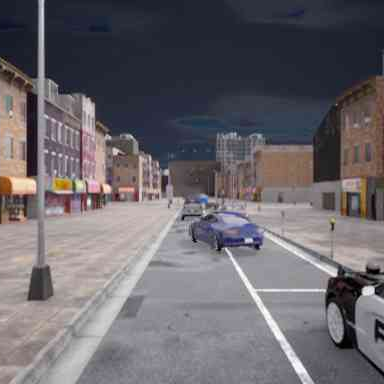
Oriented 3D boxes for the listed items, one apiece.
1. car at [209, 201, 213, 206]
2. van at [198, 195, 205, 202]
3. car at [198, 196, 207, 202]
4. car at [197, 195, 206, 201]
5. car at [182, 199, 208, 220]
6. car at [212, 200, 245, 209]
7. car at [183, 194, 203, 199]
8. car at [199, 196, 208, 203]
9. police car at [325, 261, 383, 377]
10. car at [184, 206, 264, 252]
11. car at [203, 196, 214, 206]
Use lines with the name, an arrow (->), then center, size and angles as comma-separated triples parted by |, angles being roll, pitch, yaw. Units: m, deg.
car -> 2.628, 1.635, 27.561 | 1.802, 1.307, 4.206 | 0, 0, 0
van -> 2.605, 1.634, 88.028 | 1.690, 1.788, 3.998 | 0, 0, 0
car -> 2.607, 1.708, 82.552 | 1.967, 1.590, 4.097 | 0, 0, 0
car -> 2.601, 1.635, 93.502 | 2.192, 1.841, 5.009 | 0, 0, 0
car -> 0.058, 1.604, 28.919 | 2.033, 1.411, 5.357 | 0, 0, 1
car -> 2.630, 1.481, 21.882 | 1.967, 1.590, 4.097 | 0, 0, 0
car -> 0.057, 1.327, 44.082 | 2.150, 2.045, 5.566 | 0, 0, 0
car -> 2.609, 1.683, 77.077 | 1.967, 1.590, 4.097 | 0, 0, 0
police car -> 3.008, 1.431, 3.366 | 1.930, 1.638, 5.238 | 0, 0, 0
car -> 1.311, 1.551, 13.966 | 1.812, 1.442, 4.674 | 0, 0, -18
car -> 2.621, 1.657, 44.599 | 2.008, 1.369, 4.403 | 0, 0, 0
